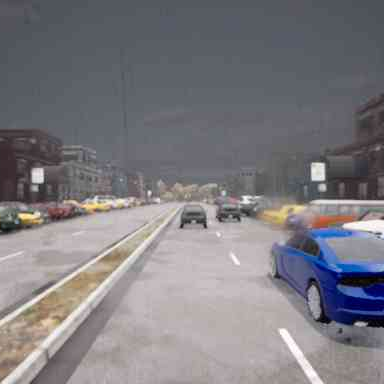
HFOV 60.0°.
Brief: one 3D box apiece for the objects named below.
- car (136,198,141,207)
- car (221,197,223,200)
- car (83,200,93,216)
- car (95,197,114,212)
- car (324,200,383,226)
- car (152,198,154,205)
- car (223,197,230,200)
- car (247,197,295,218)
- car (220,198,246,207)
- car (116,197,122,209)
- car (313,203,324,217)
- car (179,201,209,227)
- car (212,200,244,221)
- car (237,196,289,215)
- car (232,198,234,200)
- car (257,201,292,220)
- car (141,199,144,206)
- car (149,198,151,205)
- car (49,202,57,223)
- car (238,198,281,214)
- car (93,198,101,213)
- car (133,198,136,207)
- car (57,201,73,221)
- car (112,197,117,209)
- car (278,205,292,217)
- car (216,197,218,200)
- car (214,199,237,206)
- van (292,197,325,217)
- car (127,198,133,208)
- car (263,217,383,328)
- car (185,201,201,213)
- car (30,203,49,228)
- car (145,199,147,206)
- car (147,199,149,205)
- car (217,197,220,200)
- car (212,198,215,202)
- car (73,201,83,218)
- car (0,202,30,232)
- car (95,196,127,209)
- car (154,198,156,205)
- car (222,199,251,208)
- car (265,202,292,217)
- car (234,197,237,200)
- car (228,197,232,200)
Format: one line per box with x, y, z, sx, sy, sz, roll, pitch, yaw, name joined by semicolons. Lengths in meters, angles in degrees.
-12.764;2.114;63.566;4.892;1.521;2.231;0;-1;0;car
7.629;1.585;49.288;5.566;2.045;2.435;0;-1;0;car
-12.833;1.703;32.896;4.892;1.521;2.231;0;0;0;car
-12.993;1.739;41.356;5.366;1.575;1.946;0;0;0;car
7.616;1.329;10.690;5.566;2.045;2.435;0;0;0;car
-12.709;2.588;83.014;5.008;1.535;2.097;0;-1;0;car
7.628;1.551;46.535;5.566;2.045;2.435;0;-1;0;car
7.620;1.571;29.996;4.553;1.767;2.185;0;0;0;car
7.693;1.980;63.063;4.553;1.767;2.185;0;-1;0;car
-12.793;1.832;46.784;4.674;1.452;2.002;0;-1;0;car
7.677;1.476;13.448;4.553;1.767;2.185;0;0;0;car
0.109;1.697;24.337;1.837;1.490;4.892;0;0;0;car
3.110;1.719;29.304;1.837;1.490;4.892;0;0;0;car
7.623;1.457;32.754;5.566;2.045;2.435;0;0;0;car
7.684;1.781;41.023;4.792;1.488;2.163;0;0;0;car
7.835;1.668;24.479;5.366;1.575;1.946;0;0;0;car
-12.937;2.176;66.345;5.366;1.575;1.946;0;-1;0;car
-12.721;2.446;77.333;4.892;1.521;2.231;0;-1;0;car
-12.876;1.542;24.558;4.553;1.767;2.185;0;0;0;car
7.685;1.607;38.266;4.553;1.767;2.185;0;0;0;car
-12.825;1.714;35.799;5.008;1.535;2.097;0;0;0;car
-12.739;1.857;57.890;4.553;1.767;2.185;0;-1;0;car
-12.834;1.680;27.336;5.008;1.535;2.097;0;0;0;car
-12.804;1.804;44.126;4.674;1.452;2.002;0;0;0;car
7.645;1.680;18.963;4.674;1.452;2.002;0;0;0;car
7.692;2.199;65.817;4.792;1.488;2.163;0;-1;0;car
7.661;2.428;76.843;5.008;1.535;2.097;0;-1;0;car
7.530;1.396;16.206;4.442;1.987;1.878;0;0;0;van
-12.755;1.622;52.340;5.566;2.045;2.435;0;-1;0;car
3.103;1.549;7.335;1.882;1.535;5.008;0;-1;0;car
0.115;1.878;41.981;1.895;1.301;4.718;0;0;0;car
-12.666;1.652;21.901;5.366;1.575;1.946;0;0;0;car
-12.710;2.339;71.776;4.792;1.488;2.163;0;-1;0;car
-12.739;2.376;74.554;5.008;1.535;2.097;0;-1;0;car
7.655;2.043;60.304;5.008;1.535;2.097;0;-1;0;car
7.693;2.046;71.336;5.566;2.045;2.435;0;-1;0;car
-12.862;1.721;30.116;4.792;1.488;2.163;0;0;0;car
-12.827;1.387;19.119;5.566;2.045;2.435;0;0;0;car
-12.975;1.827;49.558;5.366;1.575;1.946;0;-1;0;car
-12.700;2.768;88.444;4.674;1.452;2.002;0;-1;0;car
7.657;2.024;57.549;4.674;1.452;2.002;0;-1;0;car
7.833;1.653;21.720;5.366;1.575;1.946;0;0;0;car
7.681;1.469;35.512;5.566;2.045;2.435;0;0;0;car
7.650;1.771;43.775;5.008;1.535;2.097;0;-1;0;car
